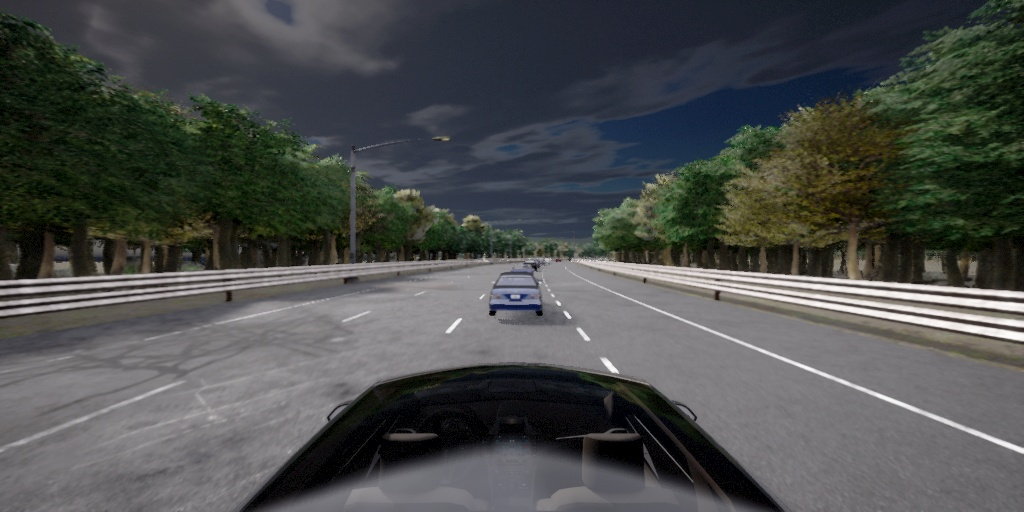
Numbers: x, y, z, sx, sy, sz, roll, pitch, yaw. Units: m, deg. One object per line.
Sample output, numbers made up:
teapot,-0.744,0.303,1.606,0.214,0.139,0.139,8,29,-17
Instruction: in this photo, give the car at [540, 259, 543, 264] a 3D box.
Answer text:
car,3.729,1.307,59.812,1.812,1.442,4.674,0,0,7

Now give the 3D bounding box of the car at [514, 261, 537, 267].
car,0.943,1.359,30.580,1.895,1.301,4.718,0,0,4

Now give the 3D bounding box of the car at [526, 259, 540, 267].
car,2.595,1.245,50.040,1.882,1.535,5.008,0,0,6

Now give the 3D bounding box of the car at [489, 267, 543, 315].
car,0.177,1.300,13.574,2.033,1.411,5.357,0,0,2
